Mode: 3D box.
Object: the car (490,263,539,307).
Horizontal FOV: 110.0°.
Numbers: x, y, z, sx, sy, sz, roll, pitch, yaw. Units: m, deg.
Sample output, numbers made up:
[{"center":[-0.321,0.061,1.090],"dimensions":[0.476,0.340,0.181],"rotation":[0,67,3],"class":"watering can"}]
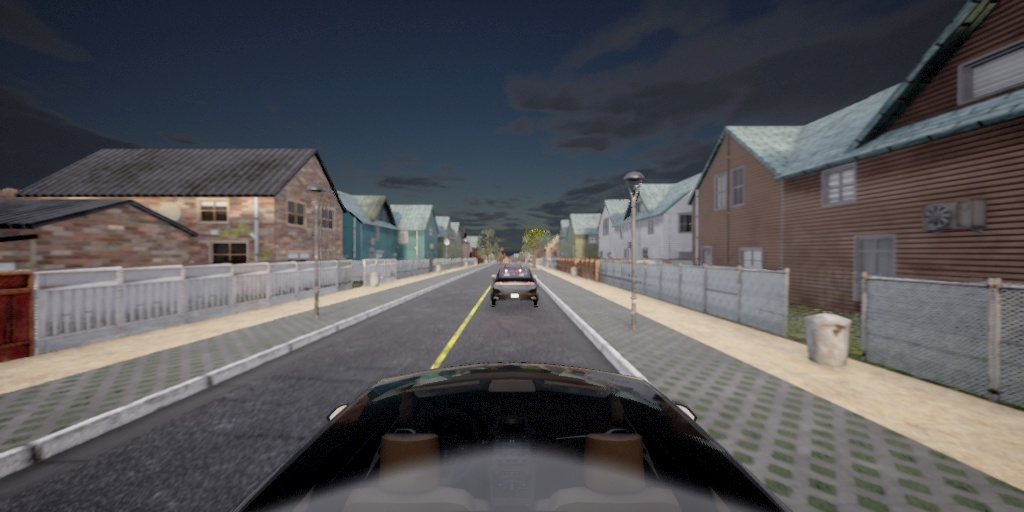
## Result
[{"center":[0.103,1.202,15.200],"dimensions":[2.128,1.511,4.902],"rotation":[0,0,0],"class":"car"}]
